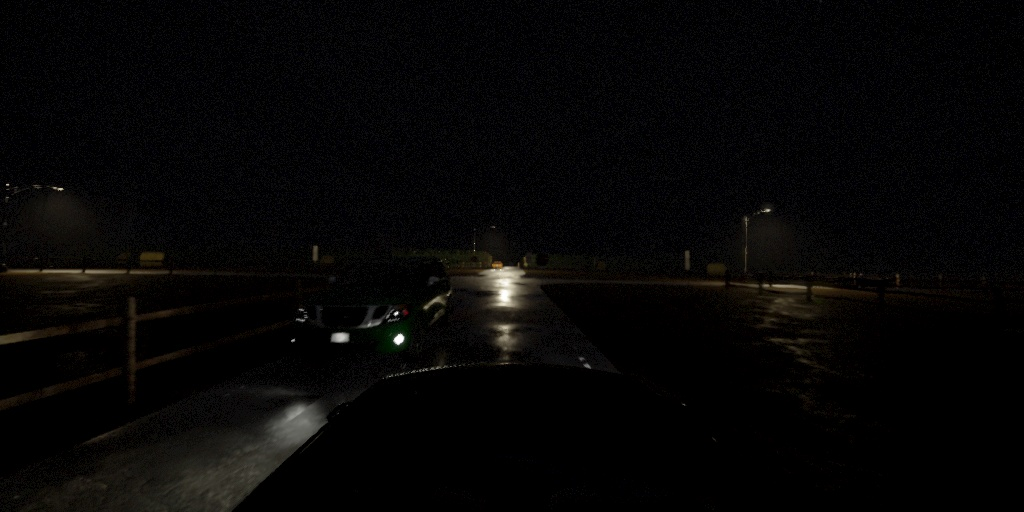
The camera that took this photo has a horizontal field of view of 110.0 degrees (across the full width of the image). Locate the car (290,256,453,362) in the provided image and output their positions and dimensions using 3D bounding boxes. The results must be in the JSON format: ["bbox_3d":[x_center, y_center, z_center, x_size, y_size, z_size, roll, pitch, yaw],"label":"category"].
[{"bbox_3d":[-2.840,1.013,8.702,2.150,2.045,5.566,0,0,0],"label":"car"}]

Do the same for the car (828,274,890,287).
[{"bbox_3d":[34.911,2.462,36.218,4.718,1.301,1.895,1,-1,0],"label":"car"}]
